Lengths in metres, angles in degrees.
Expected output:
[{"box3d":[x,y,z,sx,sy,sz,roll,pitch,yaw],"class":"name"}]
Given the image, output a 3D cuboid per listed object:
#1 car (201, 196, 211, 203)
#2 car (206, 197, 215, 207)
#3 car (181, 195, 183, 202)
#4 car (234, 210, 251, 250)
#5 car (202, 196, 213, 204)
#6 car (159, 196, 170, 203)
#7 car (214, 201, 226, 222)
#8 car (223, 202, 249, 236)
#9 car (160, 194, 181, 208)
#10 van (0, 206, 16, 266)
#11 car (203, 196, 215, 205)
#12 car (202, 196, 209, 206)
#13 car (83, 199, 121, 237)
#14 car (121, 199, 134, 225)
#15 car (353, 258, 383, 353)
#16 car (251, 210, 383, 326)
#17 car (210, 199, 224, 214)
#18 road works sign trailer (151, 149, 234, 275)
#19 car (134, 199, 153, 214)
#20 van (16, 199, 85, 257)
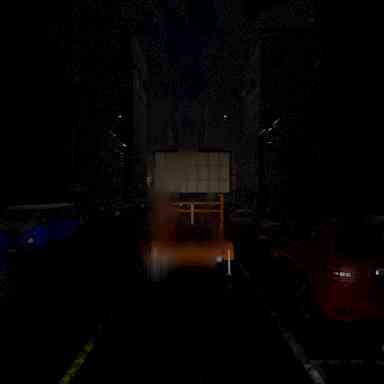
[{"box3d":[2.914,1.527,68.441,1.802,1.307,4.206,-1,0,0],"class":"car"},{"box3d":[2.883,1.532,34.926,2.008,1.369,4.403,-1,0,0],"class":"car"},{"box3d":[-2.950,1.429,75.195,2.128,1.511,4.902,0,0,0],"class":"car"},{"box3d":[2.863,1.577,12.582,1.802,1.307,4.206,-1,0,0],"class":"car"},{"box3d":[2.909,1.518,62.856,1.947,1.339,4.313,-1,0,0],"class":"car"},{"box3d":[-5.631,1.490,68.446,1.887,1.381,4.507,-1,0,0],"class":"car"},{"box3d":[2.873,1.555,23.754,1.947,1.339,4.313,-1,0,0],"class":"car"},{"box3d":[2.867,1.517,18.339,1.752,1.417,4.829,-1,0,0],"class":"car"},{"box3d":[-3.069,1.192,47.148,2.150,2.045,5.566,0,0,0],"class":"car"},{"box3d":[-5.676,1.339,7.003,1.690,1.788,3.998,-1,0,0],"class":"van"},{"box3d":[2.903,1.485,57.439,1.752,1.417,4.829,-1,0,0],"class":"car"},{"box3d":[2.898,1.517,51.684,2.008,1.369,4.403,-1,0,0],"class":"car"},{"box3d":[-5.669,1.307,18.175,2.192,1.841,5.009,-1,0,0],"class":"car"},{"box3d":[-5.664,1.429,23.760,1.967,1.590,4.097,-1,0,0],"class":"car"},{"box3d":[2.852,1.525,1.581,1.752,1.417,4.829,-1,0,0],"class":"car"},{"box3d":[2.854,1.313,6.997,2.192,1.841,5.009,-1,0,0],"class":"car"},{"box3d":[2.878,1.551,29.340,1.947,1.339,4.313,-1,0,0],"class":"car"},{"box3d":[0.011,0.461,10.400,2.380,3.560,2.880,0,0,0],"class":"road works sign trailer"},{"box3d":[-5.656,1.421,34.931,1.967,1.590,4.097,-1,0,0],"class":"car"},{"box3d":[-5.672,1.336,12.589,1.690,1.788,3.998,-1,0,0],"class":"van"}]
